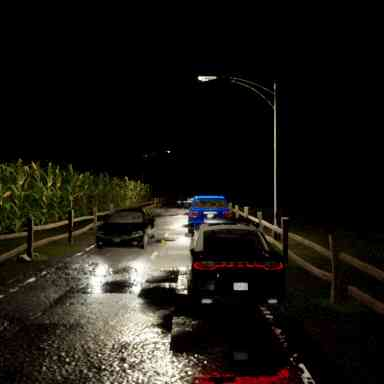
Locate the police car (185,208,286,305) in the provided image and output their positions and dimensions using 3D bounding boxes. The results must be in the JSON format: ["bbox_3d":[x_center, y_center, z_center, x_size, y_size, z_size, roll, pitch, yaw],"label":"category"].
[{"bbox_3d":[0.847,1.425,8.324,1.930,1.638,5.238,0,0,0],"label":"police car"}]

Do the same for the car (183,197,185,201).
[{"bbox_3d":[0.156,1.624,46.274,1.895,1.301,4.718,0,0,1],"label":"car"}]

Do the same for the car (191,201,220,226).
[{"bbox_3d":[0.891,1.478,24.213,1.882,1.535,5.008,0,0,0],"label":"car"}]

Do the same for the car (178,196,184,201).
[{"bbox_3d":[-2.516,1.661,84.870,1.812,1.442,4.674,0,0,0],"label":"car"}]

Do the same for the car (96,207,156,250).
[{"bbox_3d":[-2.710,1.478,14.504,1.882,1.535,5.008,0,0,0],"label":"car"}]

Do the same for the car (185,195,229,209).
[{"bbox_3d":[0.875,1.225,18.244,2.150,2.045,5.566,0,0,0],"label":"car"}]
